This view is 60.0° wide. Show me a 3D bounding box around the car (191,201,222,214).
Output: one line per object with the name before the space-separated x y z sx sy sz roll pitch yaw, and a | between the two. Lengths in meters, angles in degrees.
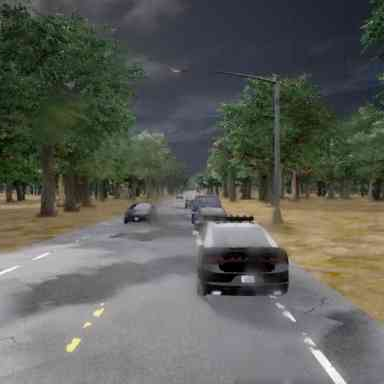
car | 1.043 1.505 18.697 1.837 1.490 4.892 0 0 0

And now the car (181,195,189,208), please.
car | 0.013 1.465 46.150 2.128 1.511 4.902 0 0 0

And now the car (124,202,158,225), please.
car | -3.609 1.473 24.072 1.882 1.535 5.008 0 0 0

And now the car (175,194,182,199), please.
car | -3.533 1.320 92.150 1.882 1.535 5.008 0 0 0

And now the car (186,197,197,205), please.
car | -0.022 1.546 60.623 1.895 1.301 4.718 0 0 0

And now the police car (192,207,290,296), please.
police car | 1.047 1.427 8.804 1.930 1.638 5.238 0 0 0

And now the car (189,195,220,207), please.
car | 1.041 1.220 24.729 2.150 2.045 5.566 0 0 0
